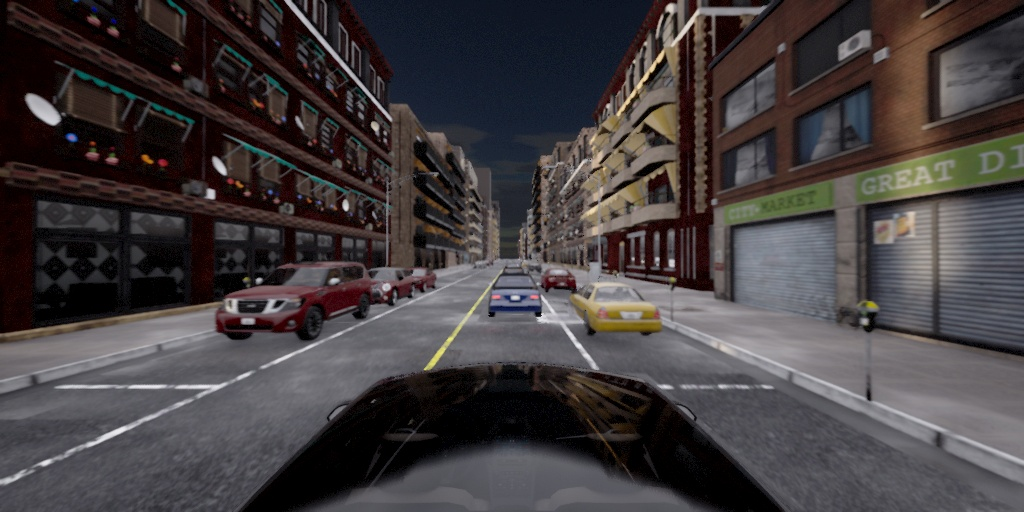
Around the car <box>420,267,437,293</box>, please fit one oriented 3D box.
[{"bbox_3d":[-5.687,1.373,21.512,1.888,1.381,4.507,0,0,0],"label":"car"}]

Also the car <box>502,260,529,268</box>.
[{"bbox_3d":[0.107,1.361,32.193,2.128,1.511,4.902,0,0,0],"label":"car"}]

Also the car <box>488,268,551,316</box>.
[{"bbox_3d":[0.101,1.344,13.525,2.033,1.411,5.357,0,0,0],"label":"car"}]

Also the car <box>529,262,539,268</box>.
[{"bbox_3d":[2.699,1.466,44.050,2.007,1.370,4.403,0,0,0],"label":"car"}]

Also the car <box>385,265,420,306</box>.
[{"bbox_3d":[-5.689,1.246,15.875,1.967,1.591,4.097,0,0,0],"label":"car"}]

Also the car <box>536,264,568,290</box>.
[{"bbox_3d":[2.693,1.373,21.505,1.888,1.381,4.507,0,0,0],"label":"car"}]

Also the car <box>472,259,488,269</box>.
[{"bbox_3d":[-5.678,1.531,60.964,2.007,1.370,4.403,0,0,0],"label":"car"}]

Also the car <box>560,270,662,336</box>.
[{"bbox_3d":[2.690,1.309,10.403,1.751,1.417,4.829,0,0,0],"label":"car"}]

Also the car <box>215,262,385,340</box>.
[{"bbox_3d":[-5.690,1.099,10.239,2.192,1.841,5.009,0,0,0],"label":"car"}]
